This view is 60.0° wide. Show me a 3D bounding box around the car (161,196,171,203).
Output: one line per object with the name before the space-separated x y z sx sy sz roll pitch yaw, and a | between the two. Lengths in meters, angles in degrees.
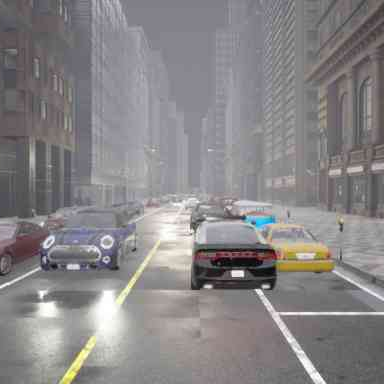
car | -5.639 1.575 71.880 1.887 1.381 4.507 0 0 0

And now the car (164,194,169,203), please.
car | -5.649 1.467 66.278 1.967 1.590 4.097 0 0 0

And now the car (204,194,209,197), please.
car | 2.826 1.324 38.264 2.192 1.841 5.009 0 0 0

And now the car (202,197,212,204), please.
car | 2.877 1.609 66.273 1.802 1.307 4.206 0 0 0

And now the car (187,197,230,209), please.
car | 0.932 1.352 19.070 2.097 1.767 4.553 0 0 0

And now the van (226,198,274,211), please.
van | 2.786 1.342 15.858 1.690 1.788 3.998 0 0 0

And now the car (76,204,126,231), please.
car | -5.728 1.552 21.462 2.008 1.369 4.403 0 0 0

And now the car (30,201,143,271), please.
car | -3.082 1.352 10.890 2.097 1.767 4.553 0 0 0

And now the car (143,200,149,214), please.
car | -5.708 1.571 32.665 1.947 1.339 4.313 0 0 0

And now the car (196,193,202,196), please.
car | 0.100 1.372 55.801 2.097 1.767 4.553 0 0 0

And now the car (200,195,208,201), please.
car | 2.906 1.583 83.078 1.887 1.381 4.507 0 0 0

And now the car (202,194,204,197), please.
car | 2.846 1.456 49.468 1.967 1.590 4.097 0 0 0

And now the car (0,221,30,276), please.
car | -5.748 1.582 10.257 1.802 1.307 4.206 0 0 0

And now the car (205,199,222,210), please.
car | 2.837 1.578 43.866 1.947 1.339 4.313 0 0 0

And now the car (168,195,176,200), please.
car | -5.599 1.591 94.289 1.887 1.381 4.507 0 0 0

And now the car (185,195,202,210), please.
car | 0.100 1.538 43.717 1.812 1.442 4.674 0 0 1

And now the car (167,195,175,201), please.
car | -5.609 1.587 88.687 1.887 1.381 4.507 0 0 0

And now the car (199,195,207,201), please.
car | 2.916 1.587 88.681 1.887 1.381 4.507 0 0 0

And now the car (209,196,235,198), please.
car | 2.806 1.318 27.061 2.192 1.841 5.009 0 0 0

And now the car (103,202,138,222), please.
car | -5.718 1.569 27.063 1.947 1.339 4.313 0 0 0

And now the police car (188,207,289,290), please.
police car | 0.915 1.425 9.209 1.930 1.638 5.238 0 0 0

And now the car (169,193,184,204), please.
car | -2.883 1.518 66.341 2.128 1.511 4.902 0 0 0

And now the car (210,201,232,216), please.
car | 2.817 1.588 32.663 1.802 1.307 4.206 0 0 0

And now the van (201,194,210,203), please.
van | 2.886 1.372 71.874 1.690 1.788 3.998 0 0 0

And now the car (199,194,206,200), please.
car | 2.926 1.486 94.282 1.967 1.590 4.097 0 0 0

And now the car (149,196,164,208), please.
car | -5.679 1.560 49.472 1.887 1.381 4.507 0 0 0

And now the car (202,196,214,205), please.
car | 2.866 1.463 60.671 1.967 1.590 4.097 0 0 0

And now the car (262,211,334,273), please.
car | 2.777 1.525 10.426 1.752 1.417 4.829 0 0 0

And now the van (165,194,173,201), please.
van | -5.620 1.379 83.085 1.690 1.788 3.998 0 0 0

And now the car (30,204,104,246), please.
car | -5.738 1.441 15.859 1.967 1.590 4.097 0 0 0

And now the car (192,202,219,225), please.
car | 0.944 1.529 25.100 1.812 1.442 4.674 0 0 0
